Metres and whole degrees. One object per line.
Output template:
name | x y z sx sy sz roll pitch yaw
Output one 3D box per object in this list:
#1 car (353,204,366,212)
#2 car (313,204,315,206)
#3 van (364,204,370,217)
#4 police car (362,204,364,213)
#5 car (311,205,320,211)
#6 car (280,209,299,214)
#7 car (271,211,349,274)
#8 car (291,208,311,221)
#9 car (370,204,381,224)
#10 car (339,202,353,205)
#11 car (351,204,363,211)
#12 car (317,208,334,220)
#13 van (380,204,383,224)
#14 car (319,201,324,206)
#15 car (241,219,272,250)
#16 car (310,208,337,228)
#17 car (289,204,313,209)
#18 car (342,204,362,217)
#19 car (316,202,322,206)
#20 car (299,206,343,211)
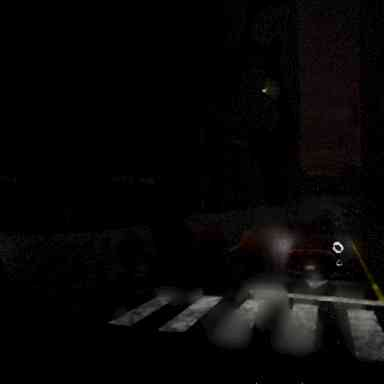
car | 33.038 3.188 65.768 1.947 1.339 4.313 -2 -2 22
car | 15.038 2.691 44.578 1.967 1.590 4.097 -2 -2 22
van | 23.403 2.388 42.418 1.690 1.788 3.998 -3 -2 22
police car | 28.326 2.800 55.406 1.930 1.638 5.238 -2 -2 22
car | 28.941 3.654 78.150 1.802 1.307 4.206 -2 -2 22
car | 7.567 2.351 26.520 2.008 1.369 4.403 -3 -2 22
car | 4.447 1.744 12.107 2.097 1.767 4.553 -2 -2 23
car | 13.172 2.684 40.061 1.887 1.381 4.507 -2 -2 22
car | 19.501 2.128 33.025 2.192 1.841 5.009 -3 -2 22
car | 25.955 2.925 55.598 1.837 1.490 4.892 -2 -2 23
car | 35.028 3.304 70.575 1.947 1.339 4.313 -2 -2 22
car | 16.950 2.741 42.021 1.895 1.301 4.718 -2 -2 23
van | 17.551 2.037 28.327 1.690 1.788 3.998 -3 -2 22
car | 33.053 3.855 88.086 2.008 1.369 4.403 -2 -2 22
car | 3.765 2.095 17.337 1.752 1.417 4.829 -3 -2 22
car | 12.346 2.359 31.055 2.128 1.511 4.902 -2 -2 23
car | 11.297 2.342 35.556 2.192 1.841 5.009 -2 -2 22
car | 22.149 2.757 46.412 1.994 1.385 4.181 -2 -2 23
car | 26.884 3.498 73.184 1.887 1.381 4.507 -2 -2 22
car | 8.394 1.981 21.543 2.097 1.767 4.553 -2 -2 23
